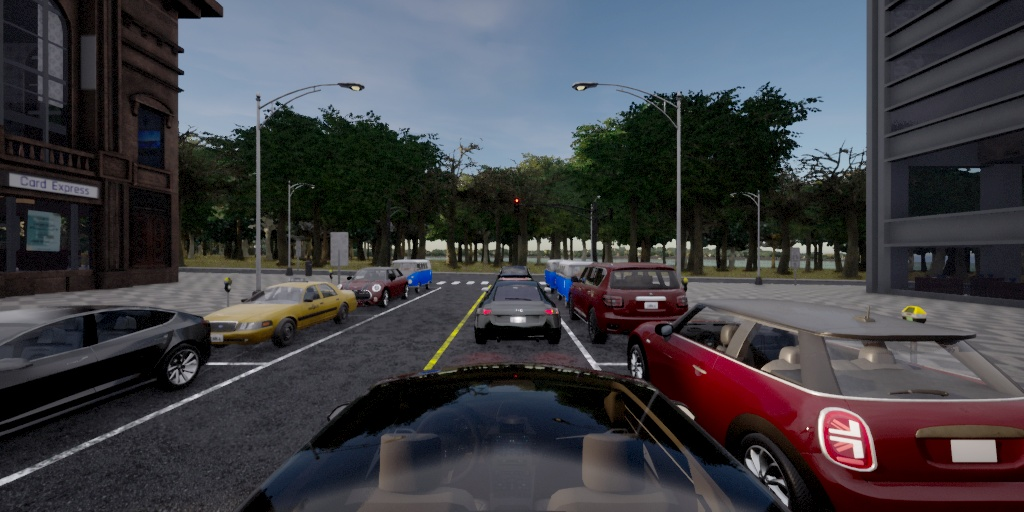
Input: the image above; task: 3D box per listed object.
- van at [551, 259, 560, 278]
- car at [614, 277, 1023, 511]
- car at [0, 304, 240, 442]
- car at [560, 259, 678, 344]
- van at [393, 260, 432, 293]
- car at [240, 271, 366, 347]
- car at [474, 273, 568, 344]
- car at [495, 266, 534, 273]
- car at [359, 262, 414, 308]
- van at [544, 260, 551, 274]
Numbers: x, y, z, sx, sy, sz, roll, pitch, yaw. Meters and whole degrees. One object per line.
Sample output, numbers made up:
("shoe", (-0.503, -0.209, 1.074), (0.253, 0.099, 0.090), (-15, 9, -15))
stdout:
("van", (2.786, 1.091, 14.959), (1.690, 1.789, 3.998), (0, 0, 0))
("car", (2.766, 1.190, 4.084), (1.967, 1.591, 4.097), (0, 0, 0))
("car", (-5.759, 1.316, 4.100), (1.948, 1.339, 4.313), (0, 0, 0))
("car", (2.776, 1.065, 9.522), (2.192, 1.841, 5.009), (0, 0, 0))
("van", (-5.729, 1.092, 20.413), (1.690, 1.789, 3.998), (0, 0, 0))
("car", (-5.750, 1.275, 9.368), (1.751, 1.417, 4.829), (0, 0, 0))
("car", (0.118, 1.314, 9.570), (1.994, 1.385, 4.181), (0, 0, 0))
("car", (0.131, 1.243, 18.451), (2.128, 1.511, 4.902), (0, 0, 0))
("car", (-5.739, 1.190, 14.975), (1.967, 1.591, 4.097), (0, 0, 0))
("van", (2.796, 1.092, 20.397), (1.690, 1.789, 3.998), (0, 0, 0))
